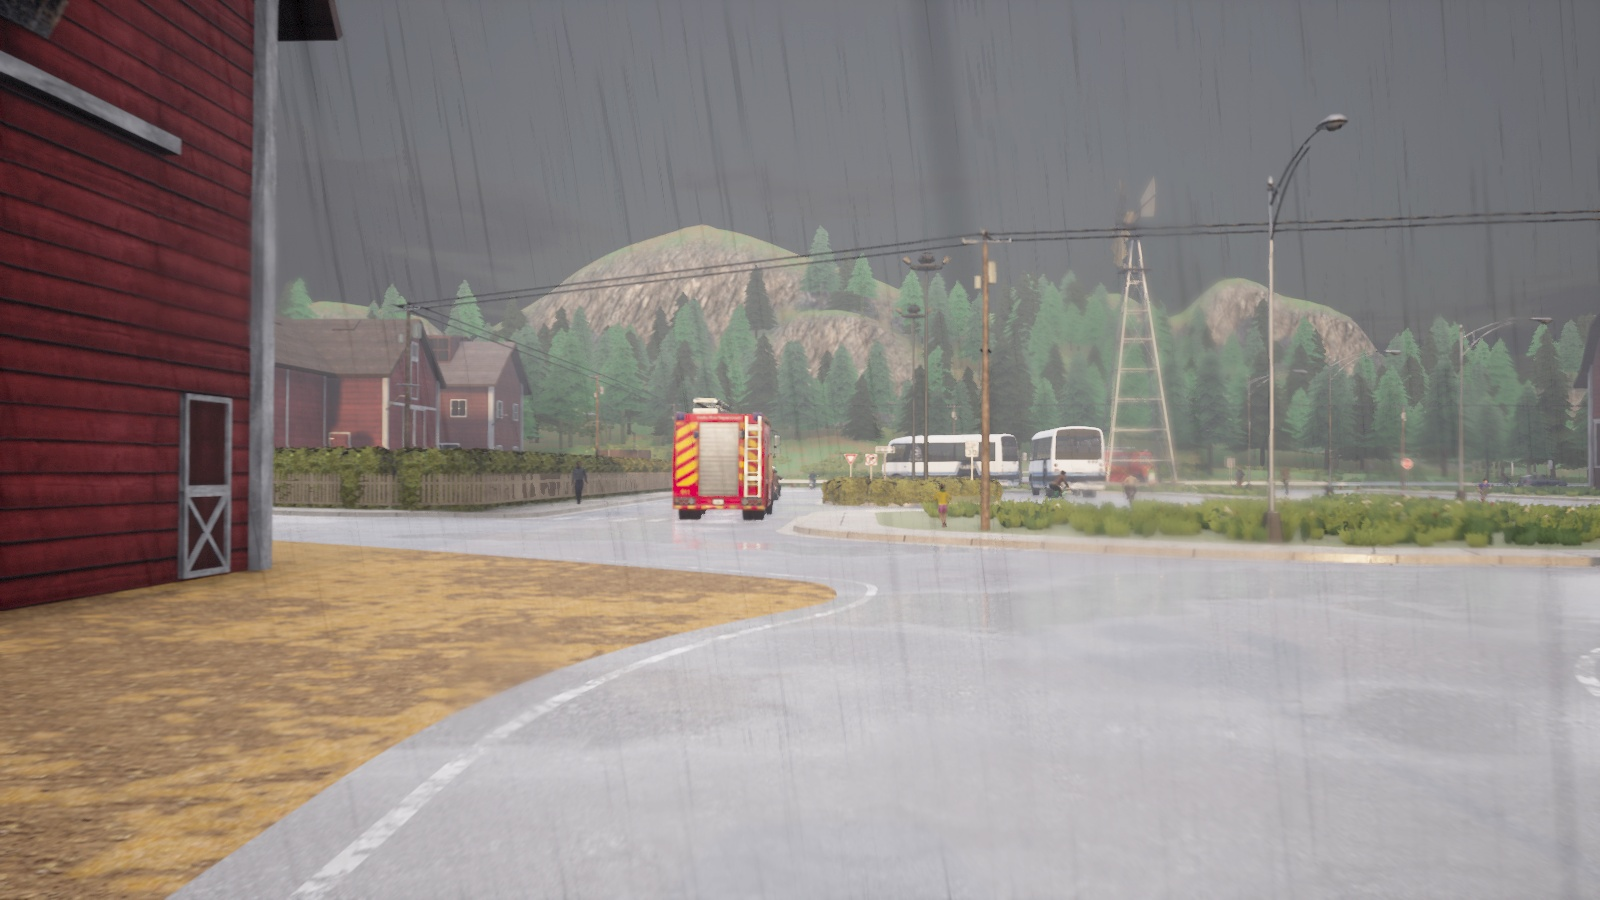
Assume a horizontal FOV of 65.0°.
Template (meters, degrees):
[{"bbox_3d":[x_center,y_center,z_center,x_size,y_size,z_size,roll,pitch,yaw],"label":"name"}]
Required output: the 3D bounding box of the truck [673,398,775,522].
[{"bbox_3d":[-2.440,0.379,42.957,2.891,3.827,8.468,0,-1,1],"label":"truck"}]

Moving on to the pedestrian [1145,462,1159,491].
[{"bbox_3d":[24.453,1.831,87.200,0.659,1.952,0.873,0,-1,-8],"label":"pedestrian"}]

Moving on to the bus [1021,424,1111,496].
[{"bbox_3d":[16.711,0.705,79.720,3.944,4.253,10.273,0,-1,2],"label":"bus"}]

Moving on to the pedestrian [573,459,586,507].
[{"bbox_3d":[-9.030,1.366,51.462,0.423,1.949,0.788,0,-1,-1],"label":"pedestrian"}]

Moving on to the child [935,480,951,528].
[{"bbox_3d":[3.498,1.308,30.699,0.299,1.160,0.473,0,-1,-5],"label":"child"}]

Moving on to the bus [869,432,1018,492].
[{"bbox_3d":[10.613,0.956,93.256,10.273,4.253,3.944,-1,-1,33],"label":"bus"}]
